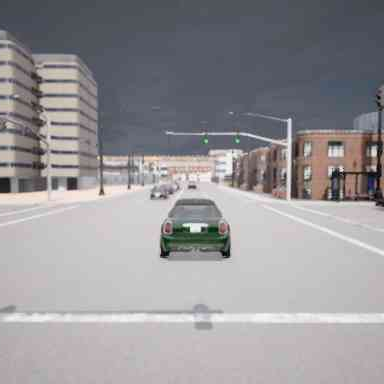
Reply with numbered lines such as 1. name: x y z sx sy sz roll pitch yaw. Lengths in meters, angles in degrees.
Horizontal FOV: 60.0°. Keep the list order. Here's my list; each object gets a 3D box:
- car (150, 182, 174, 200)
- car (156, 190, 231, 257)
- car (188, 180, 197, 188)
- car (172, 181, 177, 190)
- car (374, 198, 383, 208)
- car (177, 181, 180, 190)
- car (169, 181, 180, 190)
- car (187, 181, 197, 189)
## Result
1. car: -3.598 0.017 37.377 2.128 1.511 4.902 0 2 1
2. car: 0.103 0.991 11.566 2.097 1.767 4.553 0 2 0
3. car: 0.033 -1.908 78.827 2.097 1.767 4.553 0 2 0
4. car: -3.561 -0.404 46.811 1.882 1.535 5.008 0 2 0
5. car: 16.330 0.642 24.173 5.357 1.411 2.033 0 2 0
6. car: -3.488 -0.761 56.195 1.812 1.442 4.674 0 2 1
7. car: -3.473 -1.374 66.364 2.097 1.767 4.553 0 2 0
8. car: 0.028 -1.233 68.783 1.895 1.301 4.718 0 2 0
